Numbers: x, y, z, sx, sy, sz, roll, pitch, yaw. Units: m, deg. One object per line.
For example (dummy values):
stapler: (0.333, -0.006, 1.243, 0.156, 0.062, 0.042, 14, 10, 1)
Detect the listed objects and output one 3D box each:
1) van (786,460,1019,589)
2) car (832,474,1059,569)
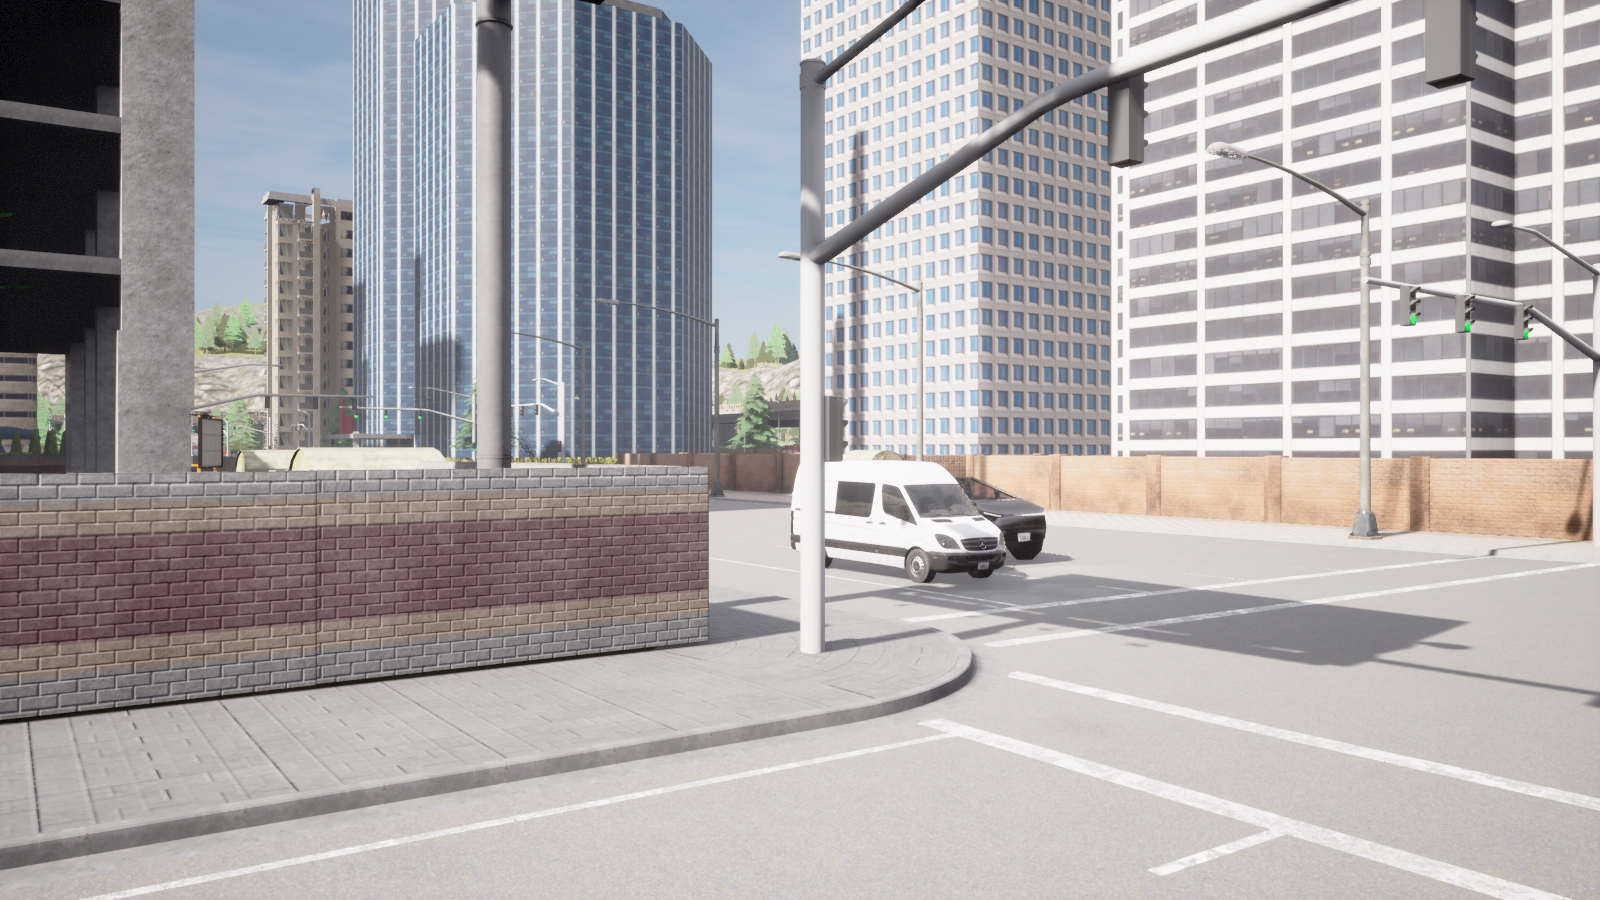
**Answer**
van: (2.162, 1.533, 26.216, 1.988, 2.561, 5.915, 0, 0, -35)
car: (3.654, 1.752, 30.193, 2.390, 2.098, 6.274, 0, 0, -35)
